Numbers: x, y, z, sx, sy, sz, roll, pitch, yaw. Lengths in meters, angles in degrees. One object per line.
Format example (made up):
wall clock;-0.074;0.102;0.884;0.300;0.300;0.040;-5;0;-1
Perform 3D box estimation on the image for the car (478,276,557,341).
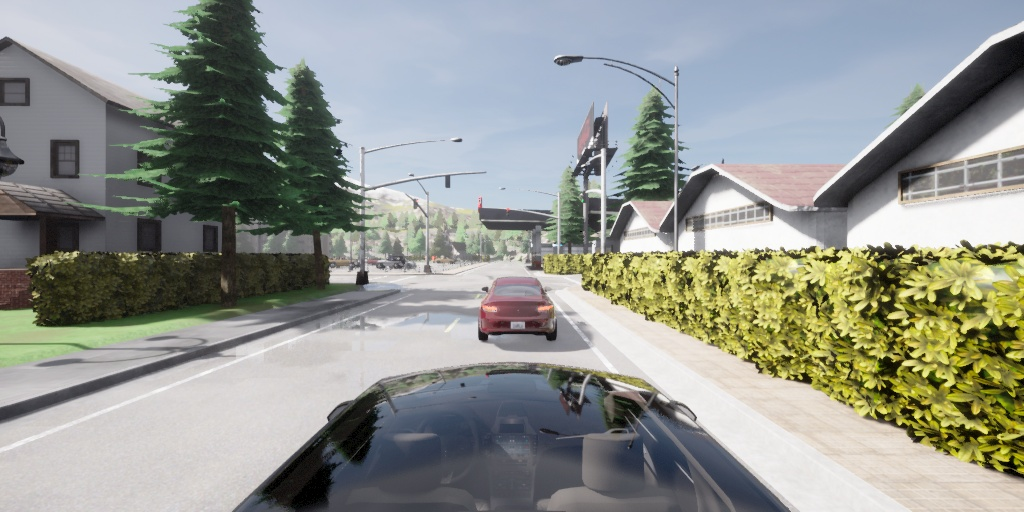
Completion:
car;0.129;1.276;9.766;1.812;1.442;4.674;0;0;0
